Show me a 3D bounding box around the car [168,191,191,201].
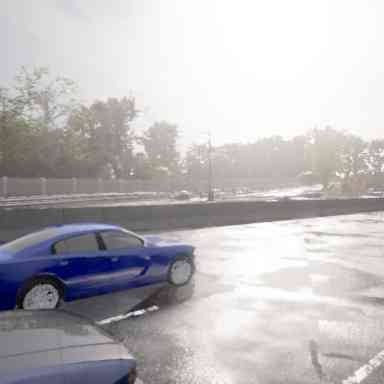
[{"bbox_3d":[-1.928,0.612,51.395,2.128,1.511,4.902,0,1,27],"label":"car"}]

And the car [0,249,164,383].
[{"bbox_3d":[-2.953,1.521,1.988,5.357,1.411,2.033,0,0,-40],"label":"car"}]

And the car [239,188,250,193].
[{"bbox_3d":[12.415,-0.200,78.683,2.128,1.511,4.902,0,2,29],"label":"car"}]

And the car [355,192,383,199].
[{"bbox_3d":[27.650,1.022,50.822,5.566,2.045,2.150,0,0,-40],"label":"car"}]

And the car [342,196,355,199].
[{"bbox_3d":[25.352,1.303,53.456,4.674,1.442,1.812,0,0,-40],"label":"car"}]

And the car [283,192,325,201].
[{"bbox_3d":[13.500,1.035,38.968,5.566,2.045,2.150,0,0,-40],"label":"car"}]

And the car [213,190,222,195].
[{"bbox_3d":[5.051,0.350,65.310,1.812,1.442,4.674,0,2,28],"label":"car"}]

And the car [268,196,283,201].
[{"bbox_3d":[10.901,1.294,41.356,4.892,1.490,1.837,0,0,-40],"label":"car"}]

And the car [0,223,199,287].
[{"bbox_3d":[-2.067,1.423,7.307,5.008,1.535,1.882,0,0,-40],"label":"car"}]
